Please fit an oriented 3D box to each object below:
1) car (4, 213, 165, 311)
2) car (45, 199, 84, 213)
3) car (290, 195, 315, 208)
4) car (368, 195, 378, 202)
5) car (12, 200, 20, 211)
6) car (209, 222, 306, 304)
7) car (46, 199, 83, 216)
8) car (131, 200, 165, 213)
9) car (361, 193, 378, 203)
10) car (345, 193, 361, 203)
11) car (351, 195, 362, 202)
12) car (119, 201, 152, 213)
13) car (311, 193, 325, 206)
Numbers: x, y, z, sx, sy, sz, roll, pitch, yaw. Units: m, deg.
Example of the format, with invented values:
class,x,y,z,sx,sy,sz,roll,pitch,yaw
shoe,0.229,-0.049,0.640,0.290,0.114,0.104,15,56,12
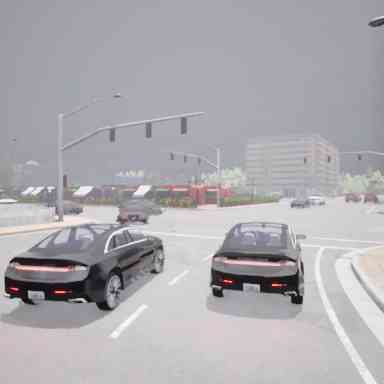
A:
class,x,y,z,sx,sy,sz,roll,pitch,yaw
car,-2.071,1.490,7.862,2.128,1.511,4.902,0,0,12
car,-14.893,1.573,38.812,4.674,1.442,1.812,0,0,32
car,15.485,1.537,47.290,2.033,1.411,5.357,0,0,31
car,42.163,1.507,77.348,1.812,1.442,4.674,0,0,31
car,-23.019,1.269,39.739,5.566,2.045,2.150,0,0,32
car,1.746,1.490,8.255,2.128,1.511,4.902,0,0,16
car,-13.013,1.613,33.524,4.181,1.385,1.994,0,0,32
car,-4.937,1.540,32.835,4.902,1.511,2.128,0,0,28
car,36.645,1.210,68.314,2.150,2.045,5.566,0,0,31
car,33.850,1.209,70.453,2.150,2.045,5.566,0,0,31
car,39.394,1.522,79.528,2.033,1.411,5.357,0,0,31
car,-4.241,1.593,24.299,1.994,1.385,4.181,1,0,-10
car,21.105,1.209,56.453,2.150,2.045,5.566,0,0,31
